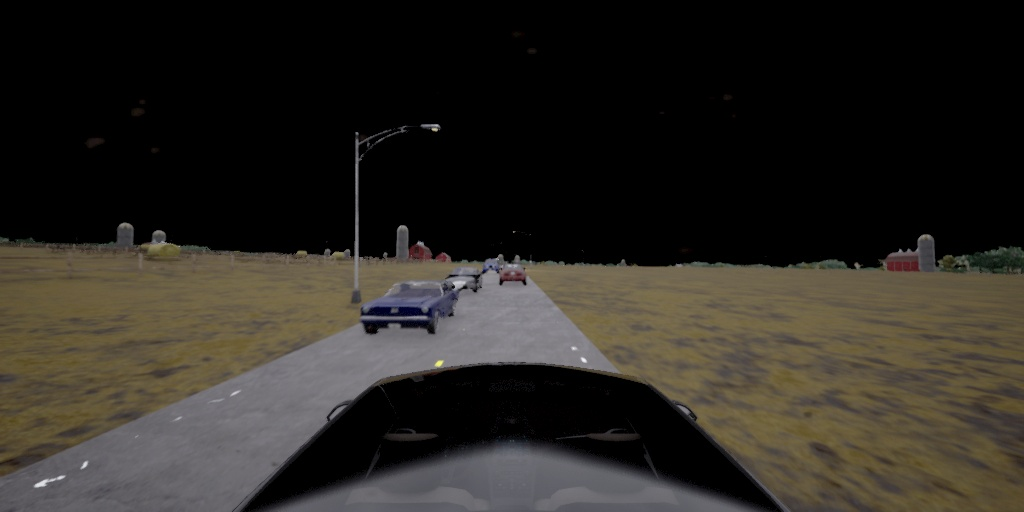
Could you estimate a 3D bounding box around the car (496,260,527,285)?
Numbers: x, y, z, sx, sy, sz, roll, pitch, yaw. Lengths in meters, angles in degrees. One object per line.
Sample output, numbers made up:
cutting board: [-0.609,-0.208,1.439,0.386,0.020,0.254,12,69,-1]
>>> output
car: [0.068,1.309,28.792,2.097,1.767,4.553,0,-1,0]

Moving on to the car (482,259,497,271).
car: [-2.882,1.418,50.336,2.150,2.045,5.566,0,-1,0]

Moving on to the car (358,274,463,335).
car: [-2.853,1.412,10.922,1.895,1.301,4.718,0,0,0]

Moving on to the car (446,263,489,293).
car: [-2.827,1.386,21.894,2.128,1.511,4.902,0,0,1]
